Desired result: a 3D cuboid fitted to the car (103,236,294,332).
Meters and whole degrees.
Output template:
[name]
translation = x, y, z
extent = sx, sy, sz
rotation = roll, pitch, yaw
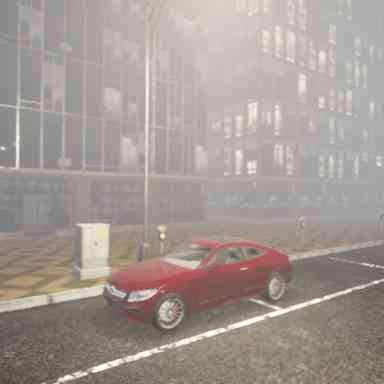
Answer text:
[car]
translation = 0.335, 1.603, 6.796
extent = 4.206, 1.307, 1.802
rotation = 0, 0, -36
